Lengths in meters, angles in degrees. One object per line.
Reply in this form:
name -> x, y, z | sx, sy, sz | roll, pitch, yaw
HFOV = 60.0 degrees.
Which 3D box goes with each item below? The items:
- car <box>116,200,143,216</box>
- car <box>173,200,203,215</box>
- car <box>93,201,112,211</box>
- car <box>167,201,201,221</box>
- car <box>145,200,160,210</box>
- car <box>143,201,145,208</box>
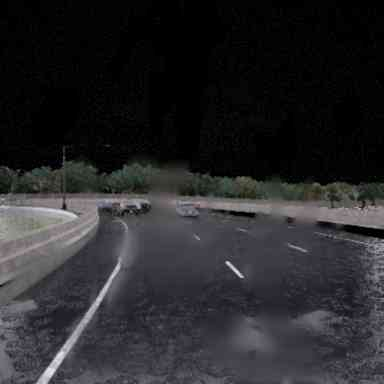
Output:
car -> -7.297, 1.855, 37.379 | 1.837, 1.490, 4.892 | 0, -1, -22
car -> -0.593, 1.789, 39.559 | 1.882, 1.535, 5.008 | 0, -1, -22
car -> -13.762, 2.057, 50.831 | 2.033, 1.411, 5.357 | 0, -1, -32
car -> -0.894, 1.787, 29.929 | 2.033, 1.411, 5.357 | 0, 0, -17
car -> -6.617, 1.968, 52.382 | 1.837, 1.490, 4.892 | 0, 0, -29
car -> -8.999, 1.983, 49.336 | 1.812, 1.442, 4.674 | 0, 0, -28
